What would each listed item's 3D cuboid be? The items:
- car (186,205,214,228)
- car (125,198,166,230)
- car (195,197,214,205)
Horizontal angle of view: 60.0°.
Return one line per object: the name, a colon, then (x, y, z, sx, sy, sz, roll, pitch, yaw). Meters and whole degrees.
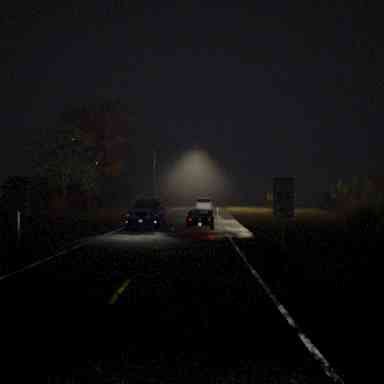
car: (0.610, 1.871, 24.293, 1.895, 1.301, 4.718, 0, -1, 2)
car: (-3.122, 1.483, 23.601, 2.150, 2.045, 5.566, 0, -1, 2)
car: (1.564, 1.683, 42.031, 2.150, 2.045, 5.566, 0, 0, 4)
